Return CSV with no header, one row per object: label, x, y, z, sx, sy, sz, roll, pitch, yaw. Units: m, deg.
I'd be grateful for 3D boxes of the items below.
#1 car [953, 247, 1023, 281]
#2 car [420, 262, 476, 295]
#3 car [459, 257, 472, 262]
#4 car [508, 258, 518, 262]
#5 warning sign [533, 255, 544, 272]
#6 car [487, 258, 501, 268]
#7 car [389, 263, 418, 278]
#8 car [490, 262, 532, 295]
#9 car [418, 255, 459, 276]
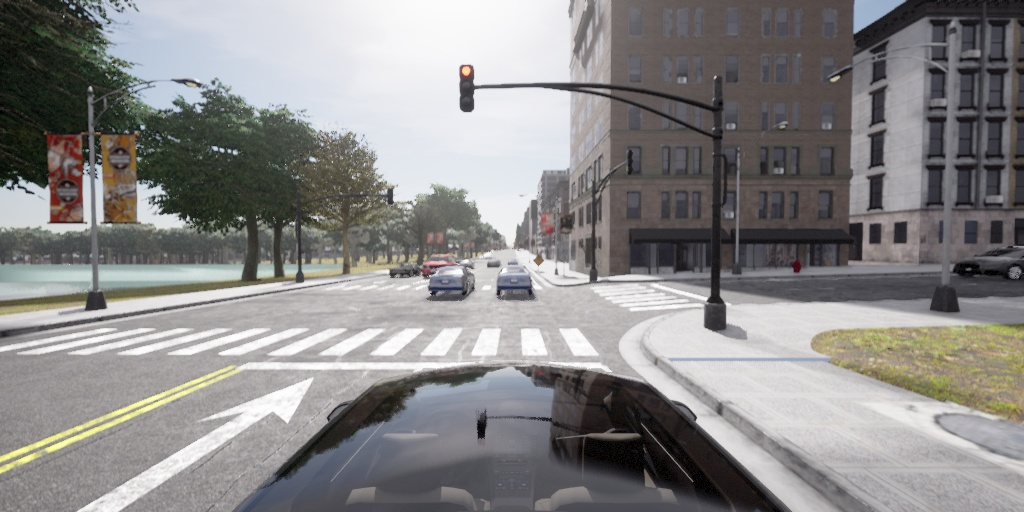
car,24.044,0.304,16.988,4.892,1.490,1.837,-2,1,0
car,-3.116,1.248,19.333,2.033,1.411,5.357,0,0,0
car,-6.475,1.230,50.916,1.994,1.385,4.181,0,0,0
car,0.179,1.205,59.792,2.033,1.411,5.357,0,0,1
warning sign,2.933,0.786,39.873,1.300,1.860,1.060,0,0,0
car,-3.075,1.222,59.589,1.994,1.385,4.181,0,0,1
car,-9.780,1.278,33.220,1.895,1.301,4.718,0,0,0
car,0.116,1.219,19.406,2.033,1.411,5.357,-1,0,0
car,-6.533,0.899,32.535,2.150,2.045,5.566,0,0,0
